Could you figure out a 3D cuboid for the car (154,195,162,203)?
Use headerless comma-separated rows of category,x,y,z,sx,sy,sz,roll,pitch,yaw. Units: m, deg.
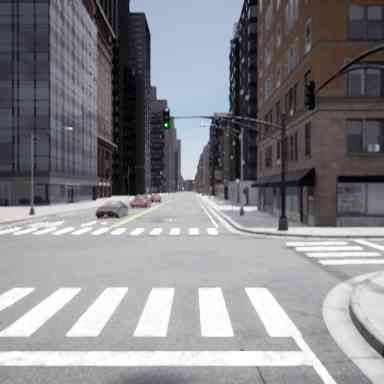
car,-6.639,1.268,61.930,1.882,1.535,5.008,0,0,0

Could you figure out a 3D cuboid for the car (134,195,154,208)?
car,-6.689,1.186,43.710,2.097,1.767,4.553,0,0,0

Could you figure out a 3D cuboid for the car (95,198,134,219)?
car,-6.662,1.439,28.337,2.033,1.411,5.357,0,0,0
